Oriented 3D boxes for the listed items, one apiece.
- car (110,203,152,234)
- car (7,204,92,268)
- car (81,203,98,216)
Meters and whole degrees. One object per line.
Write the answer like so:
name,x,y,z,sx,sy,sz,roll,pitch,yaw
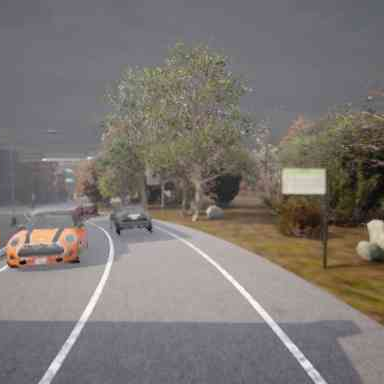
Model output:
car,-3.898,1.485,20.604,2.097,1.767,4.553,-2,0,-19
car,-4.992,1.498,12.045,2.097,1.767,4.553,-2,0,-13
car,-12.218,1.970,38.432,1.882,1.535,5.008,-3,0,-28
